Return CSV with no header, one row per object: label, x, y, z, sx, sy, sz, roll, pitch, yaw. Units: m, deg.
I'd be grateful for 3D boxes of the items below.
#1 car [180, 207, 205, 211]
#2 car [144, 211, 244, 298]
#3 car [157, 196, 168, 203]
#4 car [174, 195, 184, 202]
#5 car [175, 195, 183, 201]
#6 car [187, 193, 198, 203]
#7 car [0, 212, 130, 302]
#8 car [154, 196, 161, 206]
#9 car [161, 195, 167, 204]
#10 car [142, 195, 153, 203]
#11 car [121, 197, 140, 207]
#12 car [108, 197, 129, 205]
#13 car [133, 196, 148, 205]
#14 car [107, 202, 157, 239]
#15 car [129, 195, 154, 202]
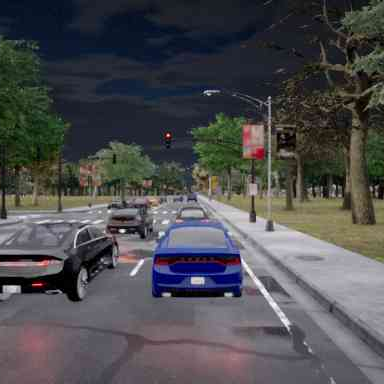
car,0.030,1.527,17.776,1.812,1.442,4.674,0,0,1
car,0.107,1.478,8.577,1.882,1.535,5.008,0,0,0
car,-6.453,1.533,72.690,1.837,1.490,4.892,0,0,0
car,-3.193,1.569,75.289,1.812,1.442,4.674,0,0,0
car,-3.194,1.536,85.153,1.882,1.535,5.008,0,0,0
car,0.048,1.265,73.515,2.150,2.045,5.566,0,0,0
car,-3.149,1.491,8.261,2.128,1.511,4.902,0,0,0
car,-6.560,1.495,53.071,1.882,1.535,5.008,0,0,0
car,-6.519,1.519,62.642,2.128,1.511,4.902,0,0,1
car,-9.702,1.526,73.109,1.837,1.490,4.892,0,0,0
car,-9.807,1.509,53.121,2.128,1.511,4.902,0,0,0
car,-9.818,1.575,44.201,1.994,1.385,4.181,0,0,1
car,-9.765,1.575,62.939,2.033,1.411,5.357,0,0,0
car,-3.141,1.506,17.433,1.837,1.490,4.892,0,0,0
car,-6.569,1.489,43.491,1.882,1.535,5.008,0,0,0
